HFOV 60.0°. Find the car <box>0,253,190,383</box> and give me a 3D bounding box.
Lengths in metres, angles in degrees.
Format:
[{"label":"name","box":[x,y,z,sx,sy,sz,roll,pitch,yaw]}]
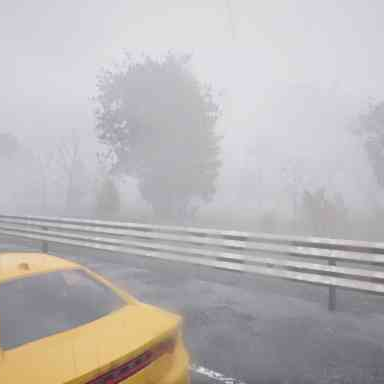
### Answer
[{"label":"car","box":[-2.353,1.479,3.828,5.008,1.535,1.882,0,0,36]}]
